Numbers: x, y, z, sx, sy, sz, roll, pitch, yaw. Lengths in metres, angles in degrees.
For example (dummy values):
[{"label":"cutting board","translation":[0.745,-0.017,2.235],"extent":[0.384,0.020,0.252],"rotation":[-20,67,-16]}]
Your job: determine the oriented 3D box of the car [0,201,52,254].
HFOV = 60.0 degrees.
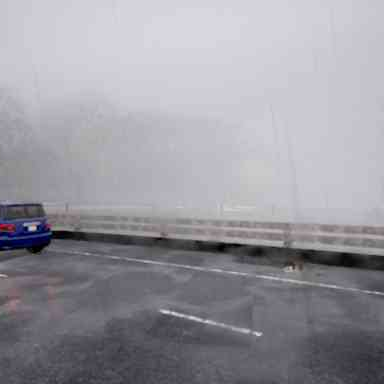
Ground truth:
[{"label":"car","translation":[-7.876,1.363,12.784],"extent":[5.566,2.045,2.150],"rotation":[0,0,28]}]
